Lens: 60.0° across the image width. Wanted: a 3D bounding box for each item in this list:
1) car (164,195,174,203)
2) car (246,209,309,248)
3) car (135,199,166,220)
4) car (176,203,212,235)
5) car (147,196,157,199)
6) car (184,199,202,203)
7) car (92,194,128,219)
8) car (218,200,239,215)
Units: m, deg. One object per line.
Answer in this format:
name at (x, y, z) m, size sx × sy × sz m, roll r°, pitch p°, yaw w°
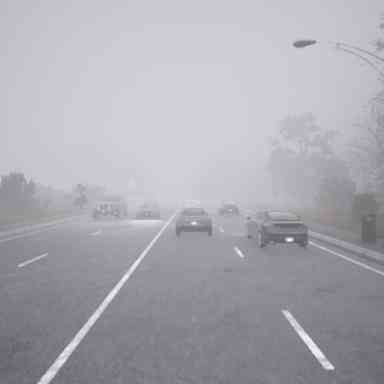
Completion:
car at (-4.912, 1.346, 70.124) m, size 2.097 × 1.767 × 4.553 m, roll 0°, pitch 0°, yaw -5°
car at (3.603, 1.508, 14.699) m, size 1.837 × 1.490 × 4.892 m, roll 0°, pitch 0°, yaw 0°
car at (-3.592, 1.569, 28.396) m, size 1.994 × 1.385 × 4.181 m, roll 0°, pitch 0°, yaw 0°
car at (0.105, 1.568, 19.029) m, size 1.994 × 1.385 × 4.181 m, roll 0°, pitch 0°, yaw 0°
car at (-8.575, 1.548, 71.305) m, size 1.994 × 1.385 × 4.181 m, roll 0°, pitch 0°, yaw -7°
car at (0.119, 1.533, 36.624) m, size 1.812 × 1.442 × 4.674 m, roll 0°, pitch 0°, yaw 0°
car at (-7.091, 1.228, 29.346) m, size 2.150 × 2.045 × 5.566 m, roll 0°, pitch 0°, yaw 0°
car at (3.608, 1.532, 33.401) m, size 1.812 × 1.442 × 4.674 m, roll 0°, pitch 0°, yaw 0°
